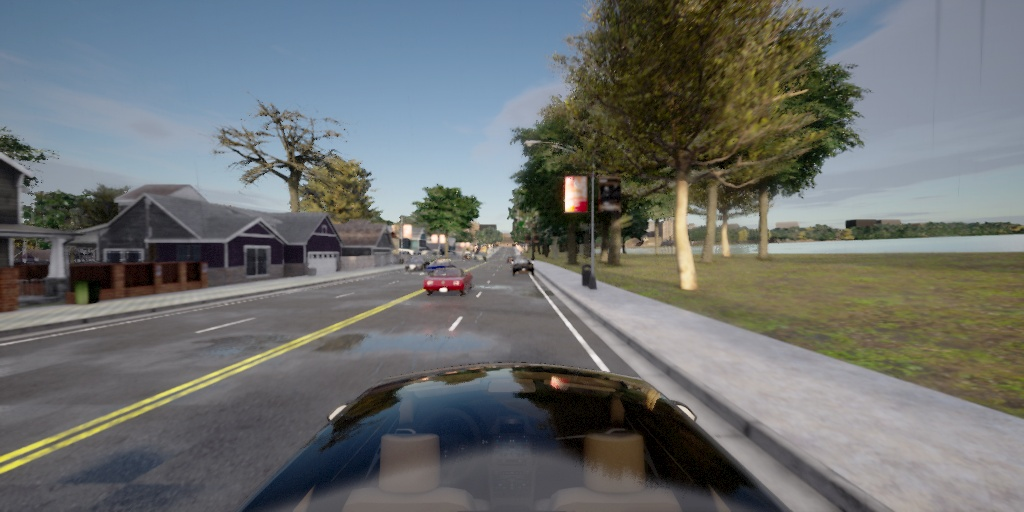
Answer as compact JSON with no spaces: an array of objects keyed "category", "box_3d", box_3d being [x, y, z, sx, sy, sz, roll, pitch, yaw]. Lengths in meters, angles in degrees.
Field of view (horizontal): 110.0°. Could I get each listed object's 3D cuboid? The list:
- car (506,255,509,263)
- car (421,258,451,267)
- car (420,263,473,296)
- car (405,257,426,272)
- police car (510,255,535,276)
[{"category":"car","box_3d":[-0.006,0.573,65.221,1.837,1.490,4.892,0,0,0]},{"category":"car","box_3d":[-6.598,1.045,33.082,1.895,1.301,4.718,0,1,0]},{"category":"car","box_3d":[-3.150,1.251,18.699,1.895,1.301,4.718,0,1,0]},{"category":"car","box_3d":[-9.841,0.860,37.828,2.128,1.511,4.902,0,1,0]},{"category":"police car","box_3d":[0.972,0.886,32.079,1.930,1.638,5.238,0,1,0]}]
